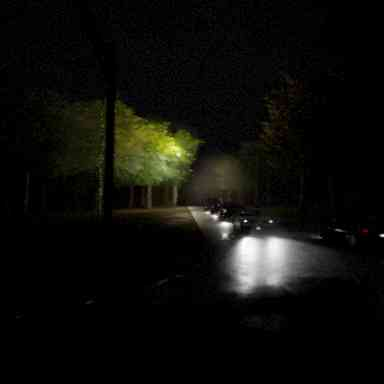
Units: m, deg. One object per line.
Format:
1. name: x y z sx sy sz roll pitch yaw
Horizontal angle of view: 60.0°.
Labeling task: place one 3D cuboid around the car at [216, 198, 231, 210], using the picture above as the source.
1. car: 6.066 2.328 64.570 2.150 2.045 5.566 1 -2 -2

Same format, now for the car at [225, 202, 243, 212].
1. car: 6.457 2.292 51.733 2.033 1.411 5.357 1 -2 -2

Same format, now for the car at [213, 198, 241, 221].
1. car: 3.437 1.643 30.091 2.097 1.767 4.553 1 -1 -2

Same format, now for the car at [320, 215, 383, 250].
1. car: 7.547 1.733 15.243 1.994 1.385 4.181 1 -1 -1

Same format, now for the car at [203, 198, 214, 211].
1. car: 2.900 1.868 50.500 2.150 2.045 5.566 1 -1 -2

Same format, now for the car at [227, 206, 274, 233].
1. car: 3.685 1.772 20.989 1.895 1.301 4.718 1 -1 -2

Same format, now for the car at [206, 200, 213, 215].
1. car: 3.205 2.000 40.040 1.994 1.385 4.181 1 -1 -2
